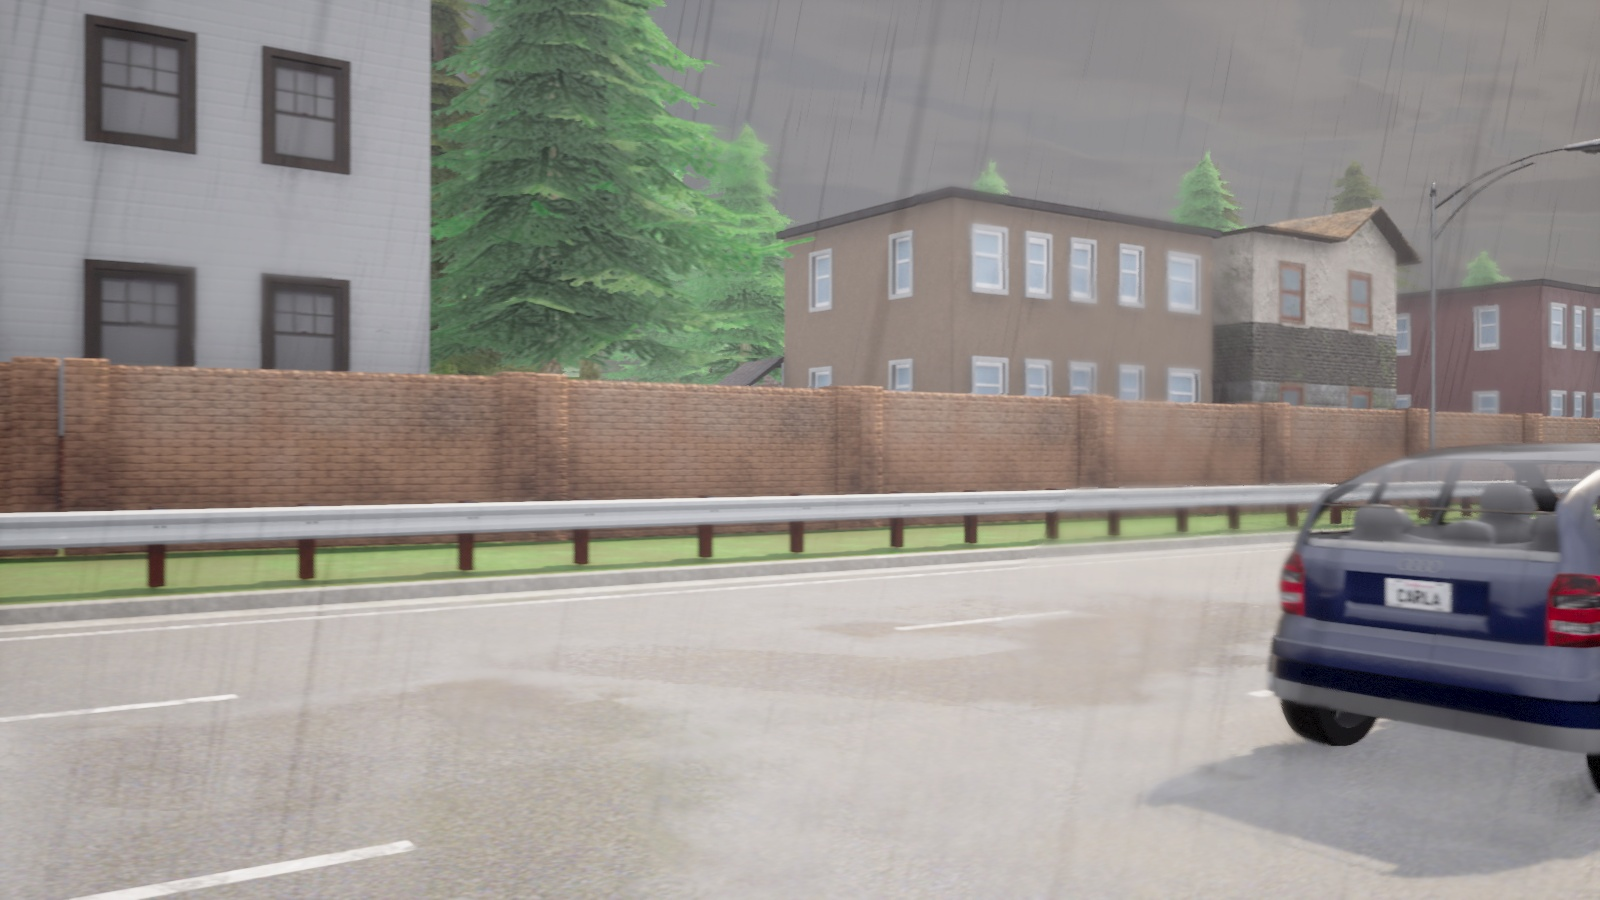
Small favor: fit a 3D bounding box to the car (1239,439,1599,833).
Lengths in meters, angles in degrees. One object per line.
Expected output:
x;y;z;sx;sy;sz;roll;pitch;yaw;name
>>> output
4.232;0.730;6.605;3.705;1.549;1.789;0;0;-35;car
